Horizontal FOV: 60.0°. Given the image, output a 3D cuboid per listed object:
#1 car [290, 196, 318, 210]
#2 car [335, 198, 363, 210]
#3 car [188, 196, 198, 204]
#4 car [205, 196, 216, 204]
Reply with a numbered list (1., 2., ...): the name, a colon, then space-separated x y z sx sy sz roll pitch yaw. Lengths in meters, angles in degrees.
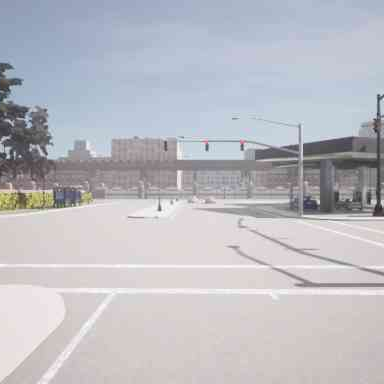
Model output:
1. car: 13.244 1.295 39.635 2.242 1.667 4.611 0 0 0
2. car: 18.989 1.456 40.393 1.970 1.475 3.806 0 0 0
3. car: 0.160 1.525 66.102 1.812 1.442 4.674 0 0 0
4. car: 3.554 1.525 64.319 1.812 1.442 4.674 0 0 0
